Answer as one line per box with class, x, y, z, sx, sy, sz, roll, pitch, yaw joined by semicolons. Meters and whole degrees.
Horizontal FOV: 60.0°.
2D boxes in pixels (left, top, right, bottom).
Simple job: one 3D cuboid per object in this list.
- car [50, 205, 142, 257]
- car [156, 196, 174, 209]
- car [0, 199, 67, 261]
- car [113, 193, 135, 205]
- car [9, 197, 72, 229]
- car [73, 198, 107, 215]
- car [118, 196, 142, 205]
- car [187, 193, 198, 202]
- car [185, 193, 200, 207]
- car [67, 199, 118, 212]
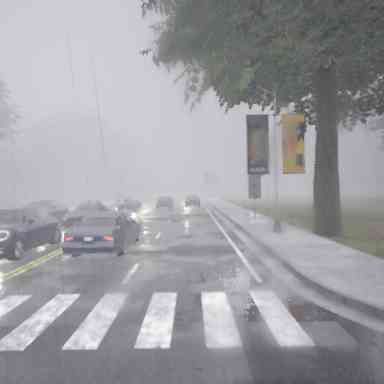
car;-3.165;1.465;12.653;2.033;1.411;5.357;-1;1;0
car;-3.171;1.213;39.453;2.033;1.411;5.357;-1;1;0
car;-6.613;1.331;12.133;2.097;1.767;4.553;-1;1;0
car;-9.778;0.931;48.078;2.128;1.511;4.902;-1;1;0
car;-9.862;1.292;22.160;2.097;1.767;4.553;-1;1;0
car;-9.855;1.404;32.563;1.994;1.385;4.181;-1;1;0
car;-6.602;1.362;35.399;1.895;1.301;4.718;-1;1;1
car;0.064;0.959;57.471;1.812;1.442;4.674;-1;1;0
car;0.078;1.179;42.905;1.895;1.301;4.718;-1;1;0
car;-6.614;1.440;21.517;2.033;1.411;5.357;-1;1;0
